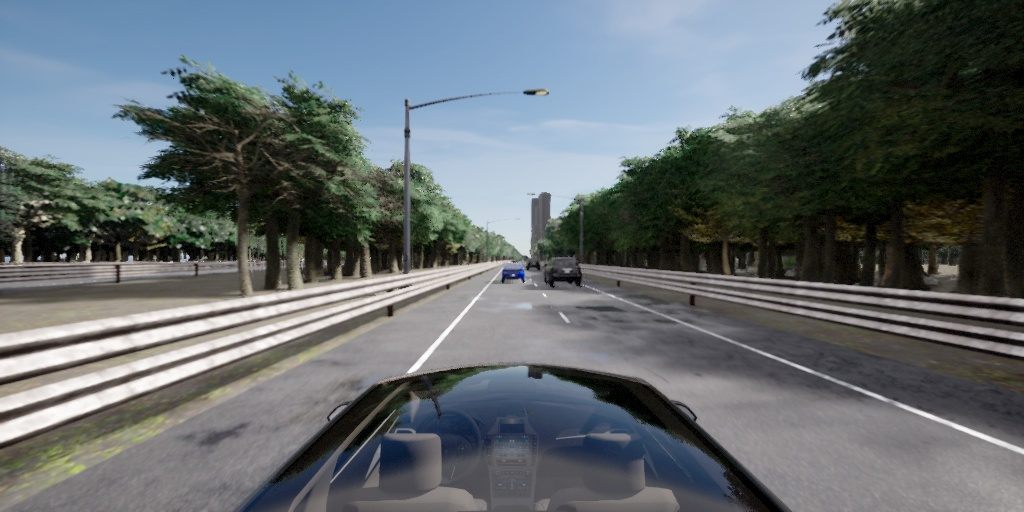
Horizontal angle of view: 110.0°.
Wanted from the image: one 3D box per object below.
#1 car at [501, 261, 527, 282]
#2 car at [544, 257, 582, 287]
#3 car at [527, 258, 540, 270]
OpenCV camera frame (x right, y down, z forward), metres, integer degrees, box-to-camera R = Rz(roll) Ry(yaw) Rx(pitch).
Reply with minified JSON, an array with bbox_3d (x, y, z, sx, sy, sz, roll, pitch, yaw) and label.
[{"bbox_3d":[0.100,1.410,31.575,1.882,1.535,5.008,0,0,0],"label":"car"},{"bbox_3d":[3.600,1.121,26.014,2.150,2.045,5.566,0,0,0],"label":"car"},{"bbox_3d":[3.598,1.363,61.298,2.150,2.045,5.566,0,-1,0],"label":"car"}]
